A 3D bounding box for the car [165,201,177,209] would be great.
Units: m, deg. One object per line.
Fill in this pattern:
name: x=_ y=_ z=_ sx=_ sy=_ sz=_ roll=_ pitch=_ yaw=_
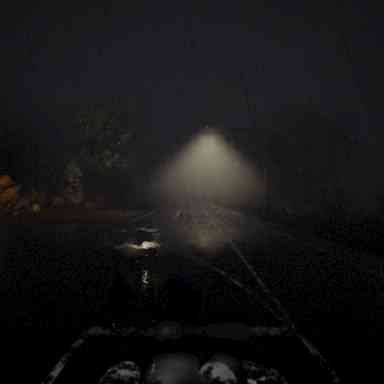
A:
car: x=-3.572 y=2.166 z=56.328 sx=2.033 sy=1.411 sz=5.357 roll=0 pitch=-1 yaw=-1
